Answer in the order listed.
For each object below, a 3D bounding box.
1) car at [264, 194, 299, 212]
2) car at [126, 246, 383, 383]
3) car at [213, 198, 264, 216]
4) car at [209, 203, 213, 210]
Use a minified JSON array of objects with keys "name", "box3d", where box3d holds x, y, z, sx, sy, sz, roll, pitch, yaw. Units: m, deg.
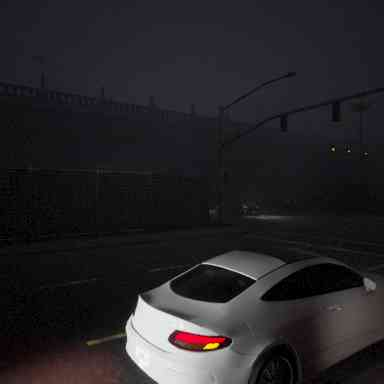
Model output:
[{"name":"car","box3d":[9.817,1.277,39.109,2.150,2.045,5.566,0,0,-35]},{"name":"car","box3d":[1.378,1.526,4.766,4.674,1.442,1.812,0,0,-35]},{"name":"car","box3d":[4.633,1.407,33.976,2.097,1.767,4.553,0,0,-36]},{"name":"car","box3d":[4.067,1.581,41.144,1.812,1.442,4.674,0,0,-35]}]
